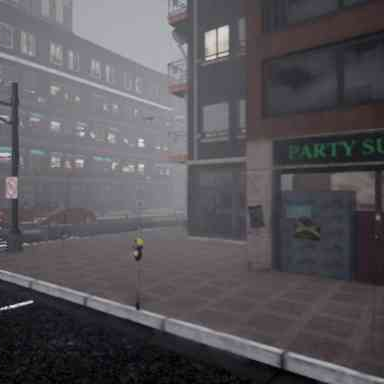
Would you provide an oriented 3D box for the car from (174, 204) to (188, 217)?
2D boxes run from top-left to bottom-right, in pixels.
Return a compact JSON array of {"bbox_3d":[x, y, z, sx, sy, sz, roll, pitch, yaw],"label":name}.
[{"bbox_3d":[-0.083,2.048,37.448,2.128,1.511,4.902,0,-1,35],"label":"car"}]

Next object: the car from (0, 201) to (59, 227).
[{"bbox_3d":[-12.135,1.562,24.773,2.192,1.841,5.009,-1,-2,35],"label":"car"}]

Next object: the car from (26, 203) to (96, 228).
[{"bbox_3d":[-9.226,1.792,24.395,1.812,1.442,4.674,0,-1,36],"label":"car"}]
